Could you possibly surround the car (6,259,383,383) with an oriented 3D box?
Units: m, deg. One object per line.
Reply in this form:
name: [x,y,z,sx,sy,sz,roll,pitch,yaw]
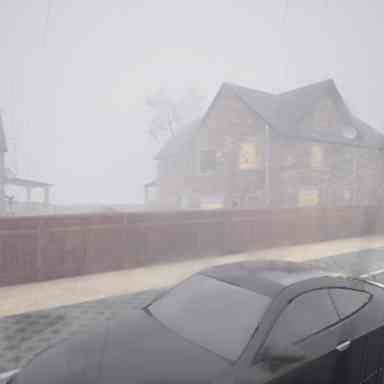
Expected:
car: [0.621,1.540,3.517,4.674,1.442,1.812,0,0,-36]
